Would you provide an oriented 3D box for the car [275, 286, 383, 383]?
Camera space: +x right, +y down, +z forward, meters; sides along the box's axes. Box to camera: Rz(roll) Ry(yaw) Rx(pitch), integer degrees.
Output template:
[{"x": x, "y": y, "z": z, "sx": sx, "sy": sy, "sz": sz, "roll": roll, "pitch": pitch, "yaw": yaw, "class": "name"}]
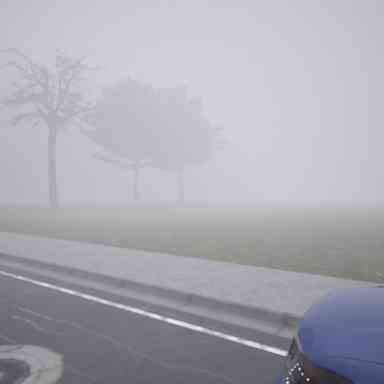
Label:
[{"x": 3.162, "y": 1.220, "z": 1.432, "sx": 5.566, "sy": 2.045, "sz": 2.150, "roll": 0, "pitch": 0, "yaw": 35, "class": "car"}]
